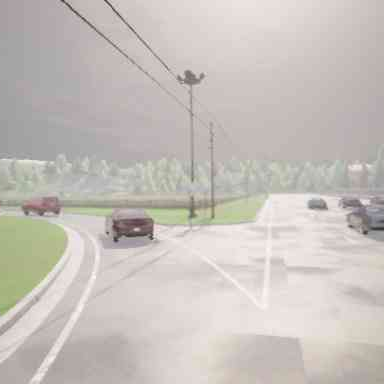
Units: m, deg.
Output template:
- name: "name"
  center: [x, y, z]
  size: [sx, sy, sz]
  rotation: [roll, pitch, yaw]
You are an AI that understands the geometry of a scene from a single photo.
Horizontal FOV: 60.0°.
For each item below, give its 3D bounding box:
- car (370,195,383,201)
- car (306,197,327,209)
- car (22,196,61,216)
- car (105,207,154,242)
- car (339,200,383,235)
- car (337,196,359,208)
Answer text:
- name: "car"
  center: [21.607, 1.144, 37.744]
  size: [1.837, 1.490, 4.892]
  rotation: [-1, 0, 14]
- name: "car"
  center: [14.956, 1.310, 40.017]
  size: [1.994, 1.385, 4.181]
  rotation: [-1, 0, 14]
- name: "car"
  center: [-16.306, 1.478, 35.972]
  size: [5.566, 2.045, 2.150]
  rotation: [-1, 0, 42]
- name: "car"
  center: [-3.312, 1.529, 17.096]
  size: [1.882, 1.535, 5.008]
  rotation: [-1, 0, -20]
- name: "car"
  center: [9.569, 1.389, 17.585]
  size: [2.033, 1.411, 5.357]
  rotation: [-1, 0, 14]
- name: "car"
  center: [18.210, 1.199, 38.584]
  size: [1.837, 1.490, 4.892]
  rotation: [-1, 0, 14]
